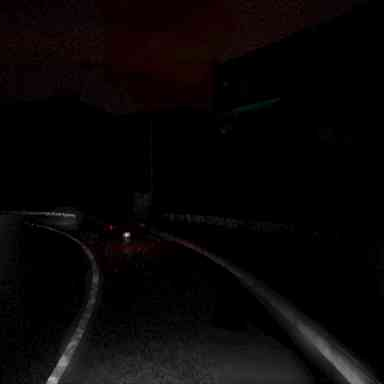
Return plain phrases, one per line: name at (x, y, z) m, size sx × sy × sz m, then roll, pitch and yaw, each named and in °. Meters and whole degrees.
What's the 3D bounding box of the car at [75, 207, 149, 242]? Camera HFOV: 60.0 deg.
car at (-3.746, 1.299, 14.809) m, size 1.895 × 1.301 × 4.718 m, roll -1°, pitch 3°, yaw -33°
